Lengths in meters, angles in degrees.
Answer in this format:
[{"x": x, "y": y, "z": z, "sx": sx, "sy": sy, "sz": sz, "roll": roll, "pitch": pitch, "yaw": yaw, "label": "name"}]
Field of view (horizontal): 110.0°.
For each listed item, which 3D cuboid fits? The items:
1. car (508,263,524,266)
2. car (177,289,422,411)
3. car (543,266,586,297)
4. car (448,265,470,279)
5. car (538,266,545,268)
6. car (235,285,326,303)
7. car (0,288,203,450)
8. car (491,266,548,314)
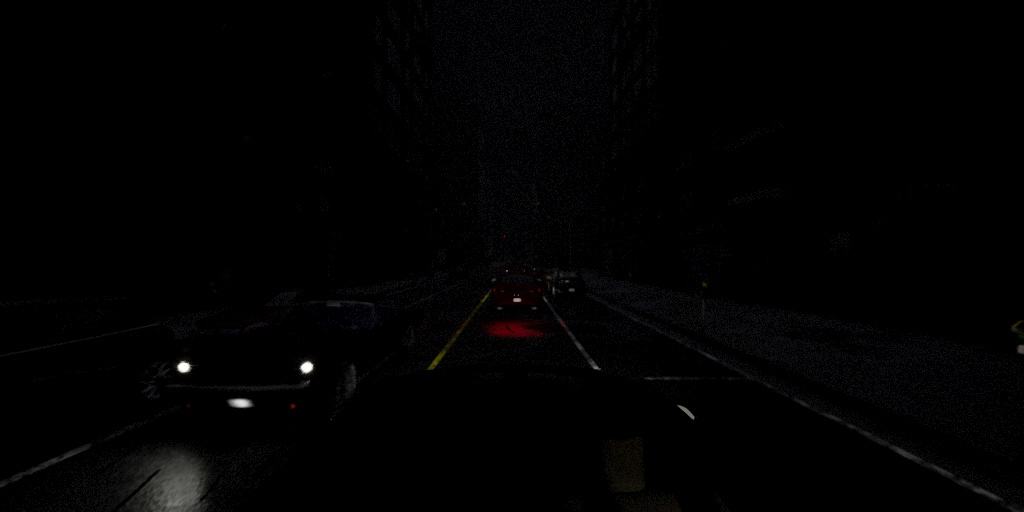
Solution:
[{"x": 0.333, "y": 1.398, "z": 32.977, "sx": 2.097, "sy": 1.767, "sz": 4.553, "roll": 0, "pitch": -1, "yaw": 0, "label": "car"}, {"x": -3.080, "y": 1.395, "z": 6.305, "sx": 1.895, "sy": 1.301, "sz": 4.718, "roll": 0, "pitch": -1, "yaw": 1, "label": "car"}, {"x": 3.005, "y": 1.477, "z": 20.021, "sx": 2.007, "sy": 1.370, "sz": 4.403, "roll": 0, "pitch": 0, "yaw": 0, "label": "car"}, {"x": -5.406, "y": 1.626, "z": 36.843, "sx": 1.888, "sy": 1.381, "sz": 4.507, "roll": 0, "pitch": 0, "yaw": 0, "label": "car"}, {"x": 3.051, "y": 1.504, "z": 25.776, "sx": 1.751, "sy": 1.417, "sz": 4.829, "roll": 0, "pitch": 0, "yaw": 0, "label": "car"}, {"x": -5.624, "y": 1.401, "z": 8.916, "sx": 1.802, "sy": 1.307, "sz": 4.207, "roll": 0, "pitch": 0, "yaw": 0, "label": "car"}, {"x": -5.667, "y": 1.204, "z": 3.330, "sx": 1.967, "sy": 1.591, "sz": 4.097, "roll": 0, "pitch": 0, "yaw": 0, "label": "car"}, {"x": 0.190, "y": 1.352, "z": 14.561, "sx": 1.882, "sy": 1.535, "sz": 5.008, "roll": 0, "pitch": 0, "yaw": 0, "label": "car"}]
